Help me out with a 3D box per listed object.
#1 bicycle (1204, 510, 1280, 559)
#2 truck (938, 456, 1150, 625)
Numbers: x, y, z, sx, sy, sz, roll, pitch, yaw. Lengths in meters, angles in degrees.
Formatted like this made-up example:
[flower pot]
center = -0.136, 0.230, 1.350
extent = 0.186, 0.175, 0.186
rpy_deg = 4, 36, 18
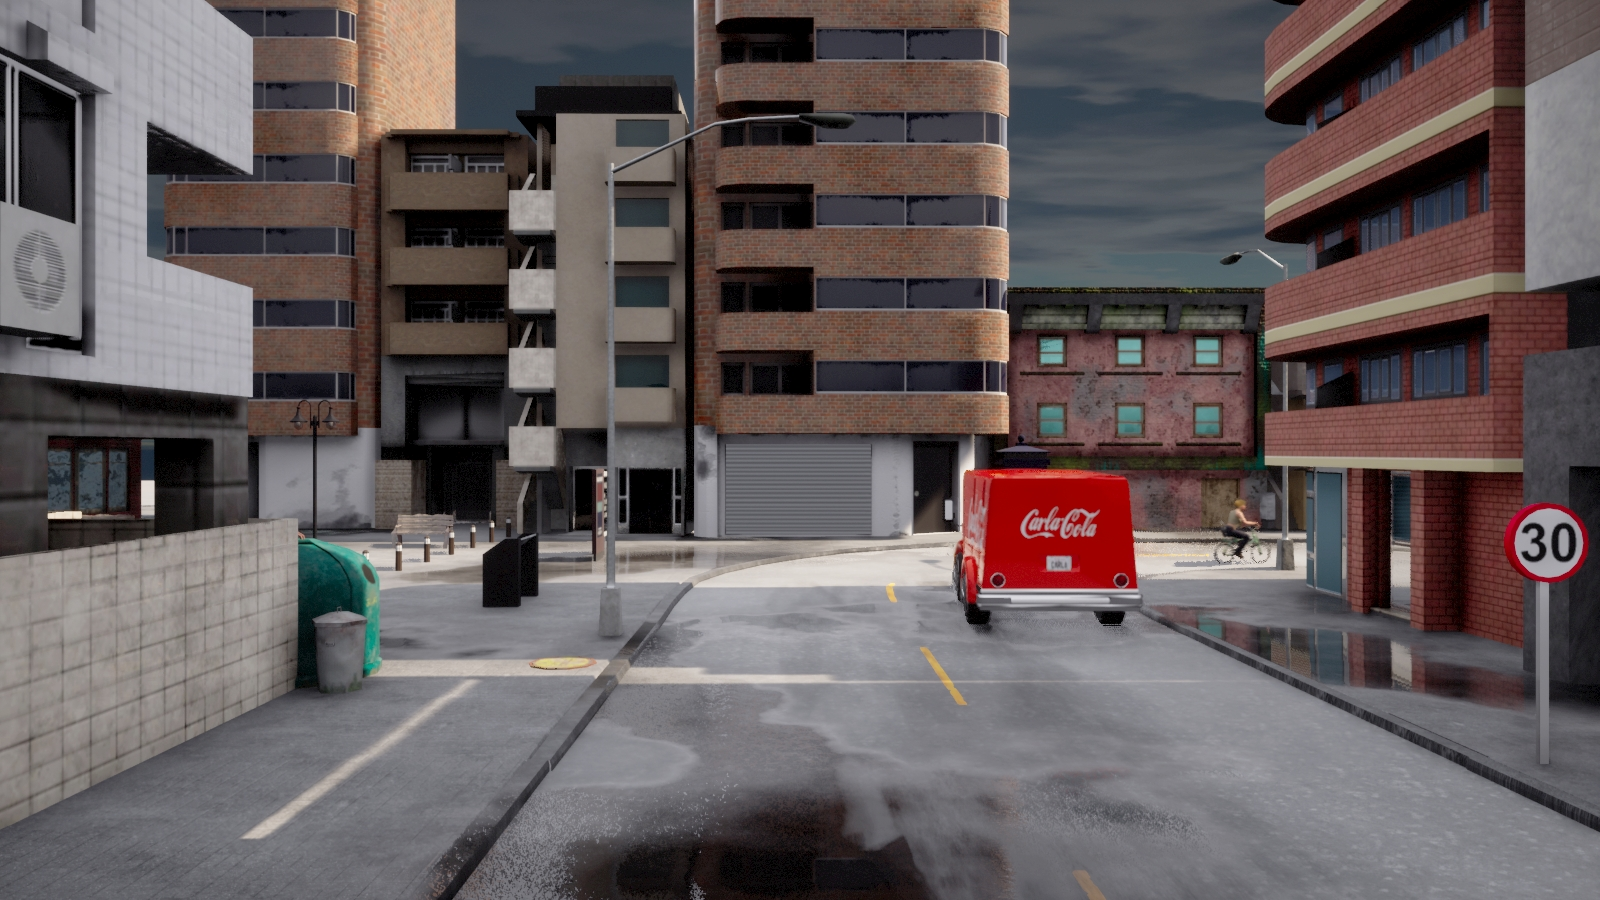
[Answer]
[bicycle]
center = 10.809, 2.048, 27.946
extent = 1.487, 1.080, 0.859
rpy_deg = 0, 2, -10
[truck]
center = 3.925, 1.358, 19.536
extent = 2.627, 2.467, 5.204
rpy_deg = 0, 0, 1
